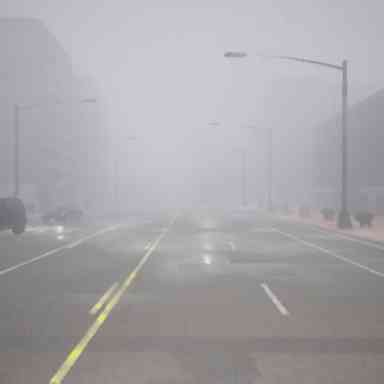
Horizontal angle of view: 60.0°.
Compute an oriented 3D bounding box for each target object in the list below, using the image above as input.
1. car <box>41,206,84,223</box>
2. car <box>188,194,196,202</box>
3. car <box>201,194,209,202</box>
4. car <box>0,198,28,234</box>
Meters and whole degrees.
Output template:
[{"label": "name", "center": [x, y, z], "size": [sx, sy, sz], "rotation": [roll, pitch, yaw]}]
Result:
[{"label": "car", "center": [-10.576, 1.807, 27.385], "size": [1.895, 1.301, 4.718], "rotation": [0, -1, 0]}, {"label": "car", "center": [-0.006, 1.539, 86.239], "size": [2.097, 1.767, 4.553], "rotation": [0, 2, 0]}, {"label": "car", "center": [3.494, 1.708, 86.274], "size": [1.812, 1.442, 4.674], "rotation": [0, 2, 0]}, {"label": "car", "center": [-10.600, 1.323, 17.091], "size": [2.150, 2.045, 5.566], "rotation": [0, 0, -1]}]
